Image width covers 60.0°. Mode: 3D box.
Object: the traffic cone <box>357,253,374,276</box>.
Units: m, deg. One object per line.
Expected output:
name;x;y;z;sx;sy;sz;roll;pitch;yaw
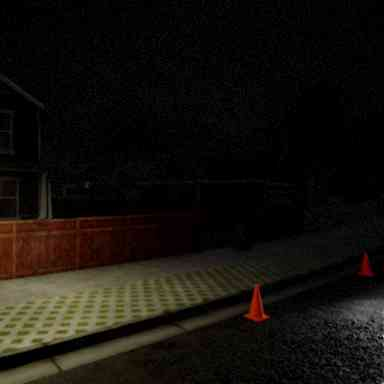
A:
traffic cone;4.818;1.988;9.230;0.340;0.580;0.340;0;0;-43

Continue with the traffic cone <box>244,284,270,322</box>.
traffic cone;1.176;1.972;6.032;0.340;0.580;0.340;0;0;-40
